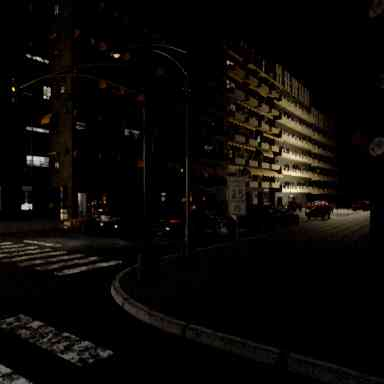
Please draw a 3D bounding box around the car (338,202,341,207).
[{"bbox_3d":[32.752,3.067,77.844,1.887,1.381,4.507,-1,-2,35],"label":"car"}]

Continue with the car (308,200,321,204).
[{"bbox_3d":[23.031,2.771,63.910,1.887,1.381,4.507,-1,-2,35],"label":"car"}]

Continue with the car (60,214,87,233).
[{"bbox_3d":[-6.231,1.834,21.965,1.752,1.417,4.829,-1,-2,35],"label":"car"}]

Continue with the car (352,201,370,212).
[{"bbox_3d":[29.909,2.522,59.188,2.192,1.841,5.009,-1,-2,35],"label":"car"}]

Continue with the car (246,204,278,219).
[{"bbox_3d":[8.068,2.191,37.889,1.837,1.490,4.892,0,-1,35],"label":"car"}]

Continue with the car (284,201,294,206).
[{"bbox_3d":[13.211,2.446,49.835,1.752,1.417,4.829,-1,-2,35],"label":"car"}]

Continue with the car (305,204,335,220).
[{"bbox_3d":[13.709,2.284,35.957,1.802,1.307,4.206,-1,-2,35],"label":"car"}]

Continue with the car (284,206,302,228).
[{"bbox_3d":[7.228,2.043,26.669,1.887,1.381,4.507,-1,-2,35],"label":"car"}]

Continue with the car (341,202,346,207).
[{"bbox_3d":[39.235,3.282,87.135,1.947,1.339,4.313,-1,-2,35],"label":"car"}]

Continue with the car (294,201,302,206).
[{"bbox_3d":[16.548,2.340,54.625,2.192,1.841,5.009,-1,-2,35],"label":"car"}]

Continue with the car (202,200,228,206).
[{"bbox_3d":[2.342,1.728,29.707,2.150,2.045,5.566,0,-1,34],"label":"car"}]

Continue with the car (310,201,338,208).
[{"bbox_3d":[19.086,2.433,48.112,2.128,1.511,4.902,0,-1,35],"label":"car"}]

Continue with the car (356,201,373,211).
[{"bbox_3d":[33.150,2.621,63.834,2.192,1.841,5.009,-1,-2,35],"label":"car"}]

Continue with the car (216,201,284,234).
[{"bbox_3d":[3.987,1.711,22.030,2.192,1.841,5.009,-1,-2,35],"label":"car"}]

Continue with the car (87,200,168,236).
[{"bbox_3d":[-3.566,1.541,21.237,2.150,2.045,5.566,0,-1,35],"label":"car"}]

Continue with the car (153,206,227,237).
[{"bbox_3d":[0.020,1.848,20.782,1.837,1.490,4.892,0,-1,35],"label":"car"}]
